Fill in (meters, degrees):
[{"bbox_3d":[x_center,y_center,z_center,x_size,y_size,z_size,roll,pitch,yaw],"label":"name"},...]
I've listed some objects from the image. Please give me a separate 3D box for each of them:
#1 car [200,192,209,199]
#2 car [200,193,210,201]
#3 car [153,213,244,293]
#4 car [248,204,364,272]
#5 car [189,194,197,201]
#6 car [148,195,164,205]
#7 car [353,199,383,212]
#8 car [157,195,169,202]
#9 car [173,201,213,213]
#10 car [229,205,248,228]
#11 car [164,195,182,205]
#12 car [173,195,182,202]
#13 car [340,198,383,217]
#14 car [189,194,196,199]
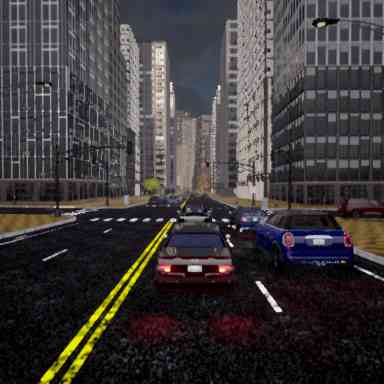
[{"bbox_3d":[3.419,1.027,92.203,2.097,1.767,4.553,0,0,0],"label":"car"},{"bbox_3d":[3.400,1.333,81.815,1.882,1.535,5.008,0,0,0],"label":"car"},{"bbox_3d":[0.110,1.537,8.974,2.033,1.411,5.357,0,0,1],"label":"car"},{"bbox_3d":[3.369,1.339,10.944,2.097,1.767,4.553,0,0,0],"label":"car"},{"bbox_3d":[0.150,1.355,81.823,1.837,1.490,4.892,0,0,0],"label":"car"},{"bbox_3d":[-6.475,1.417,57.828,1.837,1.490,4.892,0,0,0],"label":"car"},{"bbox_3d":[21.881,1.612,39.280,4.829,1.417,1.752,1,0,1],"label":"car"},{"bbox_3d":[-6.367,1.422,73.220,2.033,1.411,5.357,0,0,0],"label":"car"},{"bbox_3d":[0.134,1.468,18.720,2.128,1.511,4.902,0,0,0],"label":"car"},{"bbox_3d":[3.388,1.521,20.329,2.033,1.411,5.357,0,0,0],"label":"car"},{"bbox_3d":[-3.224,1.266,57.802,2.097,1.767,4.553,0,0,0],"label":"car"},{"bbox_3d":[-3.117,1.407,72.841,1.812,1.442,4.674,0,0,0],"label":"car"},{"bbox_3d":[16.258,1.495,31.004,5.009,1.841,2.192,1,0,1],"label":"car"},{"bbox_3d":[0.169,1.211,92.241,2.033,1.411,5.357,0,0,0],"label":"car"}]
